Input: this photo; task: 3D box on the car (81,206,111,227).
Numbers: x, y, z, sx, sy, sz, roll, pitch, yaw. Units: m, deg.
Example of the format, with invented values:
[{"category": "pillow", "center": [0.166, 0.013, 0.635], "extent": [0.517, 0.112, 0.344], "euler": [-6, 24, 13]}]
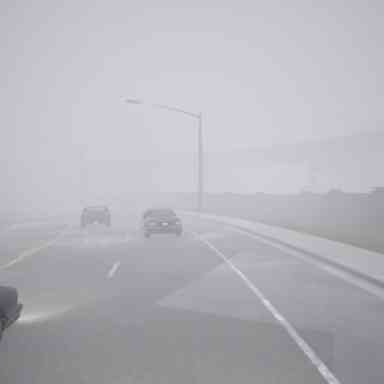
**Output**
[{"category": "car", "center": [-6.781, 1.634, 23.381], "extent": [1.895, 1.301, 4.718], "euler": [-1, 0, -17]}]

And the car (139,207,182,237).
[{"category": "car", "center": [-1.792, 1.544, 18.119], "extent": [2.033, 1.411, 5.357], "euler": [-1, 0, -12]}]

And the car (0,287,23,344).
[{"category": "car", "center": [-3.530, 1.562, 2.794], "extent": [2.033, 1.411, 5.357], "euler": [0, 0, -2]}]
